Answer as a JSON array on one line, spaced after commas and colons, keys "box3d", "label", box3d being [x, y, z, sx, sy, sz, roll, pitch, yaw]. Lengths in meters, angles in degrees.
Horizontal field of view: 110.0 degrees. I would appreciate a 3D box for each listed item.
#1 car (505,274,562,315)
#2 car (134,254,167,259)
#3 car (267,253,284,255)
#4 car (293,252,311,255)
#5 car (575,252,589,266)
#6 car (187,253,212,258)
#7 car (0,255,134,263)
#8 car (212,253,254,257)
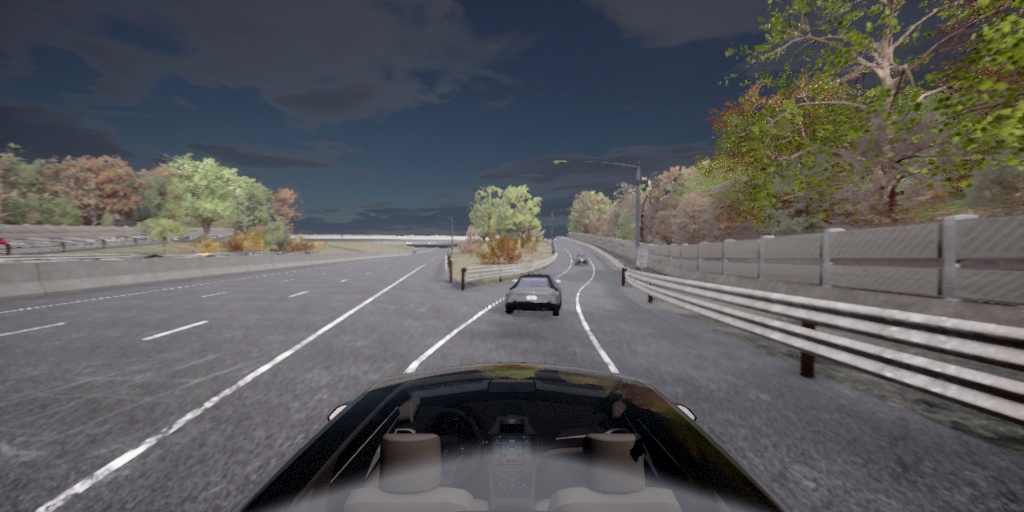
[{"box3d": [0.949, 1.388, 14.091, 1.994, 1.385, 4.181, 0, 0, 8], "label": "car"}, {"box3d": [-36.168, 0.527, 35.176, 1.837, 1.490, 4.892, 0, 1, -10], "label": "car"}, {"box3d": [-36.023, 0.246, 54.370, 1.837, 1.490, 4.892, 0, 1, -10], "label": "car"}, {"box3d": [-32.742, 0.092, 55.906, 2.097, 1.767, 4.553, 0, 1, -10], "label": "car"}, {"box3d": [11.274, 0.594, 57.945, 2.097, 1.767, 4.553, 1, 3, 10], "label": "car"}, {"box3d": [-33.180, 0.468, 38.387, 1.882, 1.535, 5.008, 0, 1, -10], "label": "car"}, {"box3d": [-26.645, 0.819, 21.754, 2.033, 1.411, 5.357, 0, 1, -10], "label": "car"}, {"box3d": [-29.781, 0.486, 39.253, 2.128, 1.511, 4.902, 0, 1, -10], "label": "car"}]
